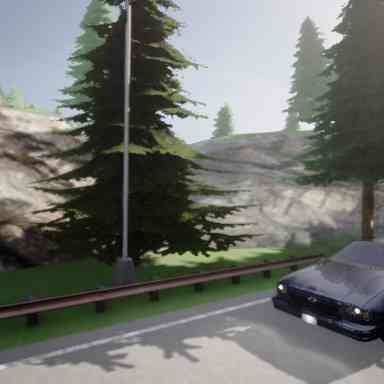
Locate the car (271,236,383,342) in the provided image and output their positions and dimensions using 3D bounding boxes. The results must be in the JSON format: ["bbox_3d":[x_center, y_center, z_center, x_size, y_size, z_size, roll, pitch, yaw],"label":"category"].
[{"bbox_3d":[4.080,1.647,6.660,5.357,1.411,2.033,1,-1,-33],"label":"car"}]
